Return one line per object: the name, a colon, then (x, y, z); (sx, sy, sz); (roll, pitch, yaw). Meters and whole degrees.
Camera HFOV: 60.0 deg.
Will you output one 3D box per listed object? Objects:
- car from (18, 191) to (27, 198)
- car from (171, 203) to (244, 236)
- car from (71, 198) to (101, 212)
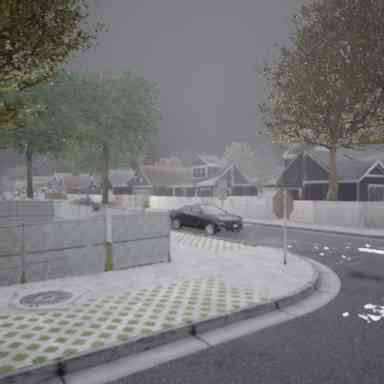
car: (-40.292, 1.120, 81.042); (2.128, 1.511, 4.902); (0, 0, -35)
car: (0.717, 1.409, 18.541); (1.882, 1.535, 5.008); (0, 0, -35)
car: (-11.578, 1.374, 35.821); (2.033, 1.411, 5.357); (0, 0, -35)
